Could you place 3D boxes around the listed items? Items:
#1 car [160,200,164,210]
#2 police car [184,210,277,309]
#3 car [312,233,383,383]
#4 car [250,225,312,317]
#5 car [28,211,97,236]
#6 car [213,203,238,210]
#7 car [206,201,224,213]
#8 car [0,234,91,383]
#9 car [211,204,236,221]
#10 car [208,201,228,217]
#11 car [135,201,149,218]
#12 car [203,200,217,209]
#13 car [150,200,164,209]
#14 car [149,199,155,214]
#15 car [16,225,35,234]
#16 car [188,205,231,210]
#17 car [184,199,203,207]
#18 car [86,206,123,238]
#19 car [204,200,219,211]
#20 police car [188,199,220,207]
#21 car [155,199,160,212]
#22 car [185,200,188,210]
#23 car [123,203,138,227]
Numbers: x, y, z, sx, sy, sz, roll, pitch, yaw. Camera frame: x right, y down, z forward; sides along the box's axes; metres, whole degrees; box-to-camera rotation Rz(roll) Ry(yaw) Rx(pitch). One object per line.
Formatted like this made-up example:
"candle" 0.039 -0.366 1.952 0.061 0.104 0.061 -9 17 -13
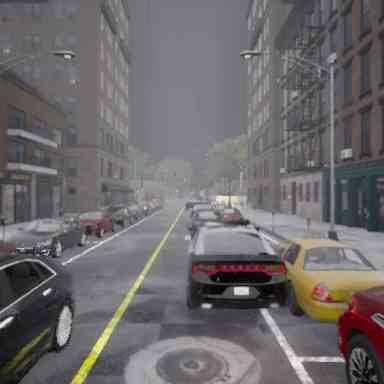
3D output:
"car" -5.340 1.716 45.847 1.967 1.590 4.097 0 0 0
"police car" 0.834 1.472 8.175 1.930 1.638 5.238 0 0 0
"car" 2.641 1.325 1.697 2.192 1.841 5.009 0 0 0
"car" 2.642 1.568 7.382 1.752 1.417 4.829 0 0 0
"car" -5.373 1.624 12.735 2.008 1.369 4.403 0 0 0
"car" 2.663 1.719 23.768 1.802 1.307 4.206 0 0 0
"car" 2.680 1.785 40.322 1.887 1.381 4.507 0 0 0
"car" -2.744 1.524 3.407 1.837 1.490 4.892 0 0 0
"car" 2.668 1.752 29.286 1.802 1.307 4.206 0 0 0
"car" 2.674 1.731 34.975 1.752 1.417 4.829 0 0 0
"car" -5.356 1.720 29.290 2.008 1.369 4.403 0 0 0
"car" 2.691 1.877 51.359 1.947 1.339 4.313 0 0 0
"car" -5.334 1.893 51.365 1.802 1.307 4.206 0 0 0
"car" -5.351 1.644 34.810 1.967 1.590 4.097 0 0 0
"car" -5.379 1.624 7.216 1.802 1.307 4.206 0 0 0
"car" 0.845 1.630 18.064 1.812 1.442 4.674 0 0 0
"car" 0.363 1.929 59.484 1.994 1.385 4.181 0 0 23
"car" -5.368 1.649 18.254 1.887 1.381 4.507 0 0 0
"car" 2.685 1.858 45.840 1.802 1.307 4.206 0 0 0
"police car" 0.851 1.565 24.175 1.930 1.638 5.238 0 0 0
"car" -5.346 1.764 40.158 1.752 1.417 4.829 0 0 0
"car" 0.074 1.760 46.834 1.882 1.535 5.008 0 0 1
"car" -5.362 1.703 23.772 1.947 1.339 4.313 0 0 0
